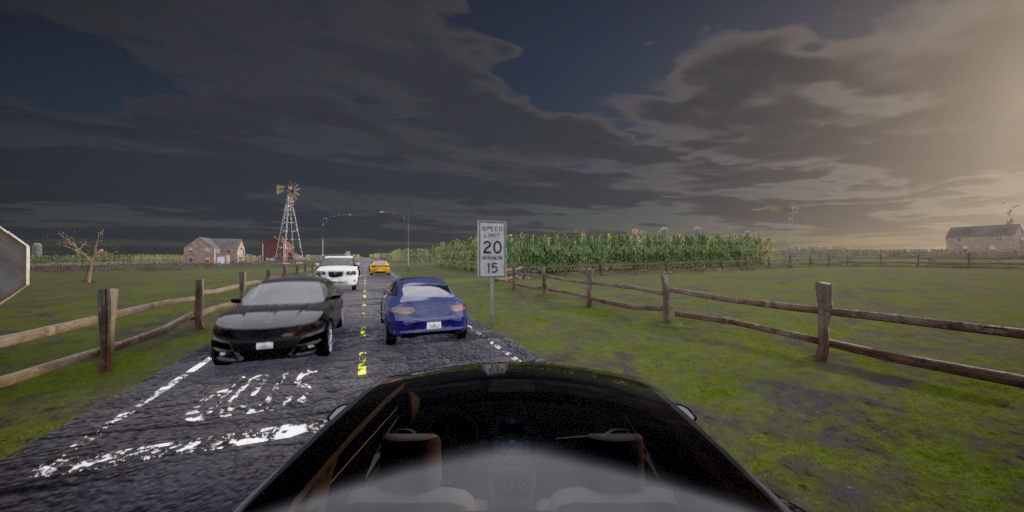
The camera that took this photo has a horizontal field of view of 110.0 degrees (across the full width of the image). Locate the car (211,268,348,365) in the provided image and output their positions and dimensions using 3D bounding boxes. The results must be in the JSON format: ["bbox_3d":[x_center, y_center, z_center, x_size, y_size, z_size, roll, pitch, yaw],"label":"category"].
[{"bbox_3d":[-5.117,1.229,8.416,1.882,1.535,5.008,0,1,-22],"label":"car"}]

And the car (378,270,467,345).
[{"bbox_3d":[-2.488,1.278,9.589,1.812,1.442,4.674,0,0,-22],"label":"car"}]

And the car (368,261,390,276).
[{"bbox_3d":[-14.140,1.232,38.337,1.882,1.535,5.008,0,0,-21],"label":"car"}]

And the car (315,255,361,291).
[{"bbox_3d":[-10.621,0.977,22.014,2.150,2.045,5.566,0,0,-22],"label":"car"}]
